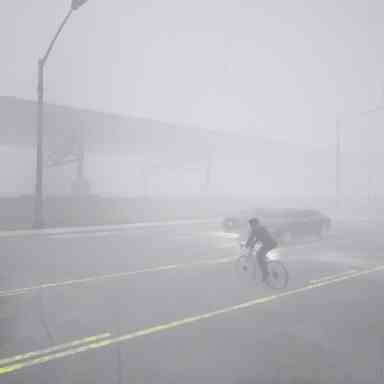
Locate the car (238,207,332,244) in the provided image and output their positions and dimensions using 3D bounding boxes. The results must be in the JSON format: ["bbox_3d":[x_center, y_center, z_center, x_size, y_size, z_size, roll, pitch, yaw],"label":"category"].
[{"bbox_3d":[4.737,1.515,15.965,4.892,1.490,1.837,0,0,-35],"label":"car"}]

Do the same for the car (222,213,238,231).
[{"bbox_3d":[3.772,1.574,19.549,4.181,1.385,1.994,0,0,-35],"label":"car"}]

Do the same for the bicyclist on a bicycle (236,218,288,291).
[{"bbox_3d":[1.622,1.465,7.981,0.582,1.620,1.656,0,-2,-36],"label":"bicyclist on a bicycle"}]
